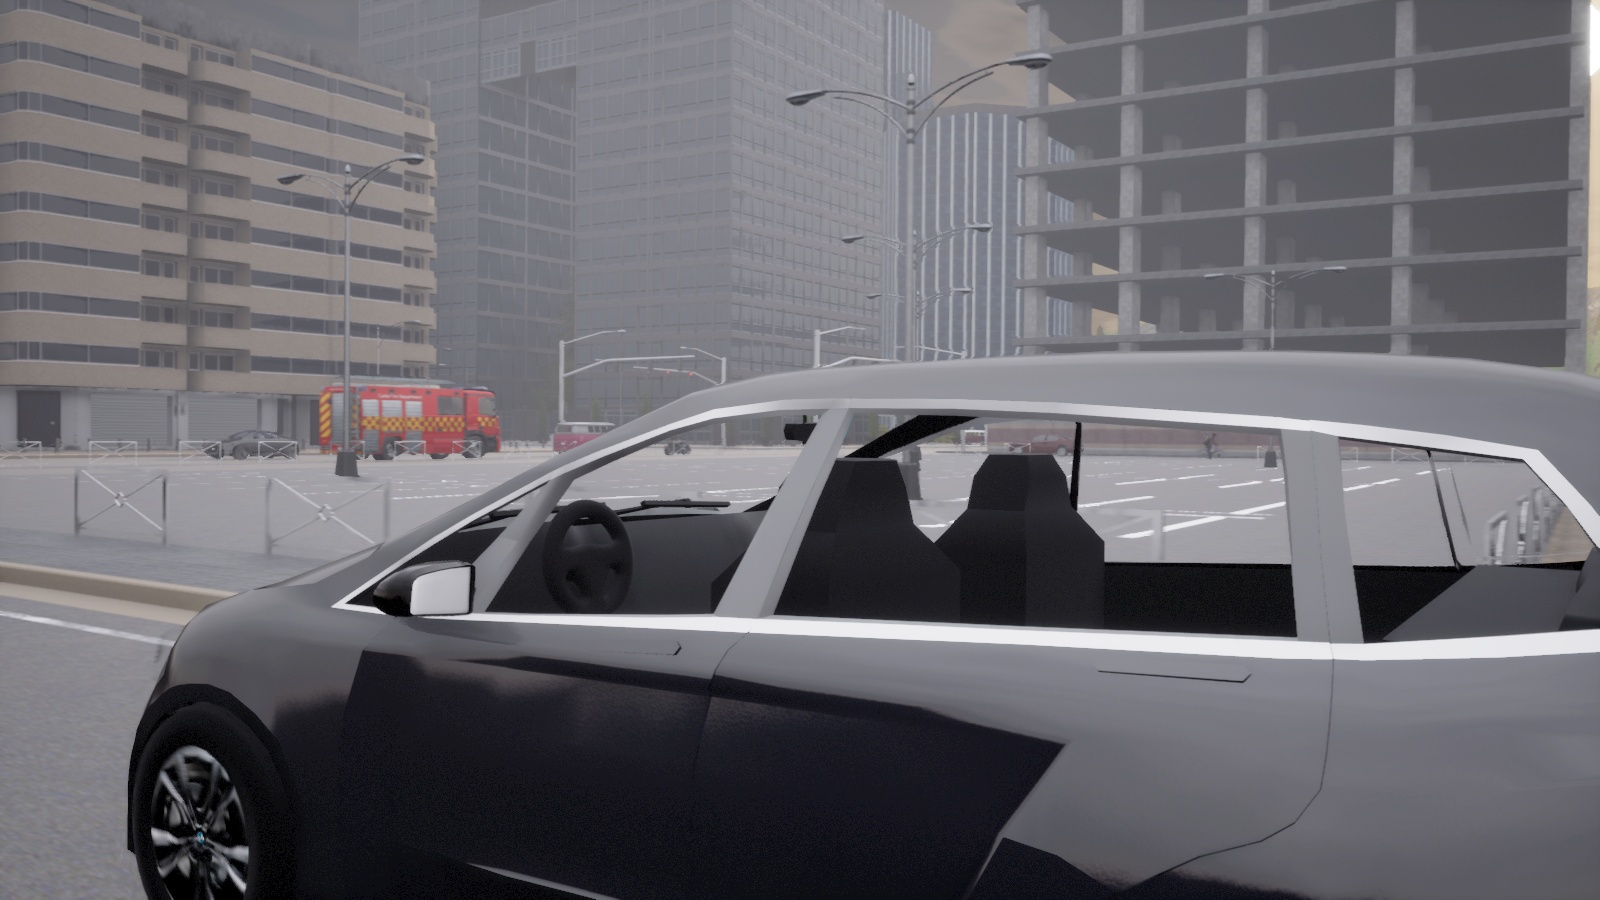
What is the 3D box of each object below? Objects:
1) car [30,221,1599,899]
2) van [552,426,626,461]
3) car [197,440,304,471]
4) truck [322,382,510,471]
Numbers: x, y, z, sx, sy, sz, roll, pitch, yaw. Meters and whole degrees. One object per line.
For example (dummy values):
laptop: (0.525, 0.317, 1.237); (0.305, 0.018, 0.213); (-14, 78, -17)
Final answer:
car: (0.211, 0.526, 3.481); (4.611, 1.667, 2.242); (0, 1, 34)
van: (-12.305, -0.407, 73.459); (1.775, 1.987, 4.442); (0, 1, 32)
car: (-25.637, 0.227, 58.680); (1.994, 1.385, 4.181); (0, 1, 32)
truck: (-17.618, -1.069, 58.294); (2.891, 3.827, 8.468); (0, 1, 32)
